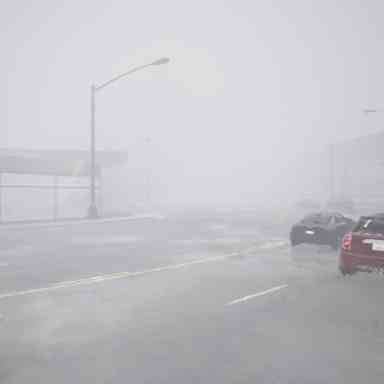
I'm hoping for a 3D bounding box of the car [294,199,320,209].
[{"bbox_3d":[14.962,1.563,43.492,1.994,1.385,4.181,0,0,-4],"label":"car"}]

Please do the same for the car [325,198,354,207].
[{"bbox_3d":[18.564,1.477,42.153,1.882,1.535,5.008,0,0,-1],"label":"car"}]

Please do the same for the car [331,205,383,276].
[{"bbox_3d":[5.995,1.352,9.493,2.097,1.767,4.553,0,0,45],"label":"car"}]

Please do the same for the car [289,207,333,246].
[{"bbox_3d":[5.912,1.564,14.674,1.994,1.385,4.181,0,0,39],"label":"car"}]
